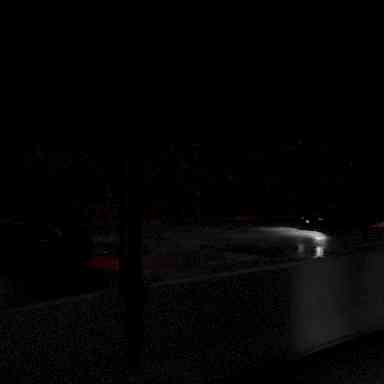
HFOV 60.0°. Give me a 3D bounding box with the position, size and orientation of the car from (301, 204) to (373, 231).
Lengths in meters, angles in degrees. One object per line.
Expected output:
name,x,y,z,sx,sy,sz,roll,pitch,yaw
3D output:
car,9.071,1.520,20.761,4.892,1.490,1.837,0,0,-24

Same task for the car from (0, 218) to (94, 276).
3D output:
car,-5.105,1.475,8.758,4.892,1.490,1.837,0,0,-34
